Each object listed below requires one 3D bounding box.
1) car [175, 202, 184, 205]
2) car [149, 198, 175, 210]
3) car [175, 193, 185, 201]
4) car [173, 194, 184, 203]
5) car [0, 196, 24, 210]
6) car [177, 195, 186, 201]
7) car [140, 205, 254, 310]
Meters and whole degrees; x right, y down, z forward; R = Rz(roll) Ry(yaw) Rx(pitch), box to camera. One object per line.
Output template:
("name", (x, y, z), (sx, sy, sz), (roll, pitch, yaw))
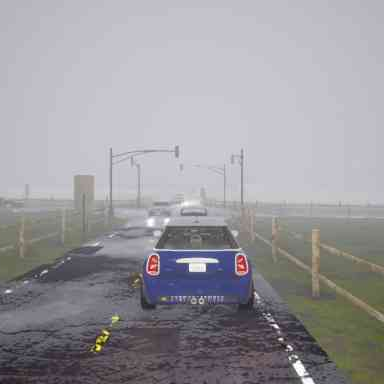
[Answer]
("car", (0.092, 1.508, 17.155), (1.837, 1.490, 4.892), (0, 0, 0))
("car", (-2.853, 1.524, 30.402), (1.812, 1.442, 4.674), (0, 0, 0))
("car", (-2.731, 1.247, 69.758), (2.150, 2.045, 5.566), (0, 0, 0))
("car", (-2.851, 1.580, 58.577), (1.994, 1.385, 4.181), (0, 0, 0))
("car", (-21.052, 1.112, 36.272), (5.008, 1.535, 1.882), (1, 0, 0))
("car", (-2.685, 1.568, 83.603), (2.033, 1.411, 5.357), (0, 0, 0))
("car", (0.096, 1.353, 7.990), (2.097, 1.767, 4.553), (0, 0, 0))
